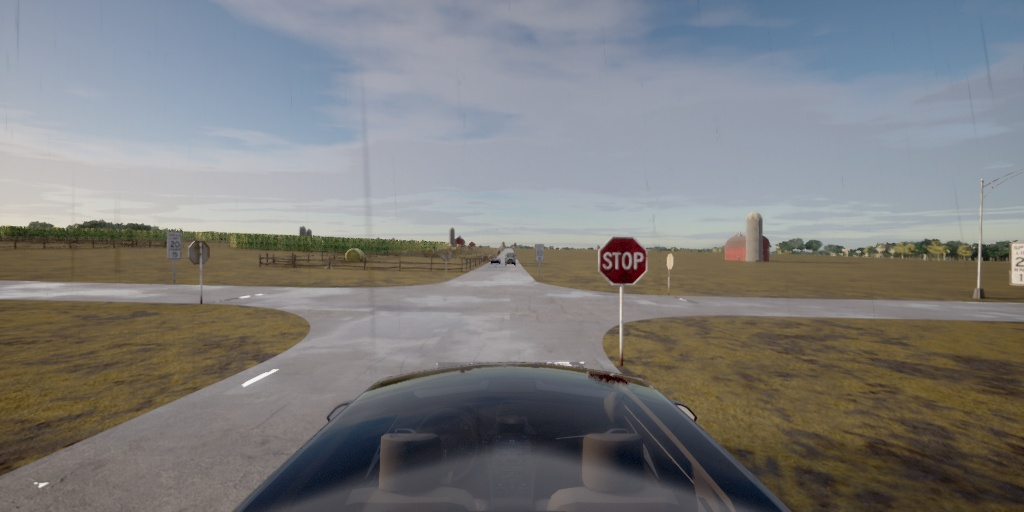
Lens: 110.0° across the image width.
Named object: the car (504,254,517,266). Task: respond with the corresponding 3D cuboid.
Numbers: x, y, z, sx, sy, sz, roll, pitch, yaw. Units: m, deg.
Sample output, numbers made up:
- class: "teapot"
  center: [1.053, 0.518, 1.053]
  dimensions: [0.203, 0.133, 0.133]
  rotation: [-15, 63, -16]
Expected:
- class: "car"
  center: [-0.268, 0.912, 61.341]
  dimensions: [1.837, 1.490, 4.892]
  rotation: [0, 1, 0]
